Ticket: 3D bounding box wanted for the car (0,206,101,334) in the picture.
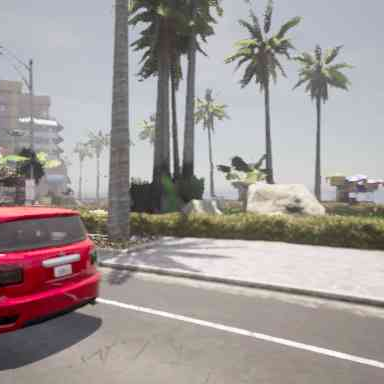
[{"bbox_3d":[-4.270,1.307,6.298,5.566,2.045,2.150,-1,-1,29],"label":"car"}]
